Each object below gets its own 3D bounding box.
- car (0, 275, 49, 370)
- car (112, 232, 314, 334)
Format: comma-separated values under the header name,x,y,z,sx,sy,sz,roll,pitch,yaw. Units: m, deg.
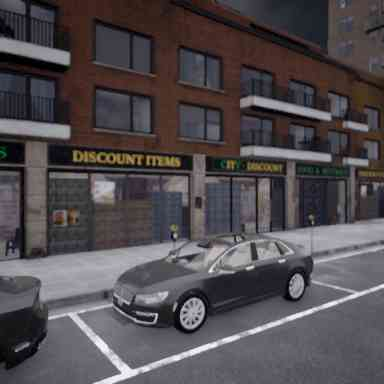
name,x,y,z,sx,sy,sz,roll,pitch,yaw
car,-3.873,1.555,3.426,4.403,1.369,2.008,0,0,-35
car,0.622,1.536,6.627,4.403,1.369,2.008,0,0,-35
